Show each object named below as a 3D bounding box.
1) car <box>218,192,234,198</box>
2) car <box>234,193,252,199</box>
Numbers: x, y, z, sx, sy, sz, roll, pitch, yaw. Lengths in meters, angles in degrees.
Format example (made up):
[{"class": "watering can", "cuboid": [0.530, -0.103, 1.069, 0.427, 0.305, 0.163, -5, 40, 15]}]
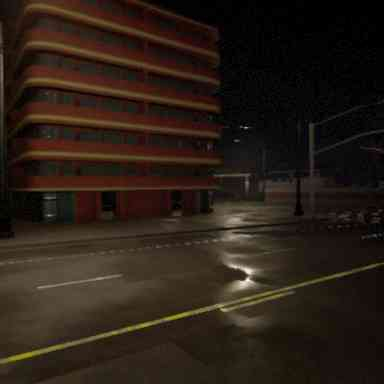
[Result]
[{"class": "car", "cuboid": [9.036, 0.813, 86.307, 4.611, 1.667, 2.242, -1, 1, -35]}, {"class": "car", "cuboid": [13.010, 0.962, 82.088, 3.806, 1.475, 1.970, -1, 1, -35]}]
